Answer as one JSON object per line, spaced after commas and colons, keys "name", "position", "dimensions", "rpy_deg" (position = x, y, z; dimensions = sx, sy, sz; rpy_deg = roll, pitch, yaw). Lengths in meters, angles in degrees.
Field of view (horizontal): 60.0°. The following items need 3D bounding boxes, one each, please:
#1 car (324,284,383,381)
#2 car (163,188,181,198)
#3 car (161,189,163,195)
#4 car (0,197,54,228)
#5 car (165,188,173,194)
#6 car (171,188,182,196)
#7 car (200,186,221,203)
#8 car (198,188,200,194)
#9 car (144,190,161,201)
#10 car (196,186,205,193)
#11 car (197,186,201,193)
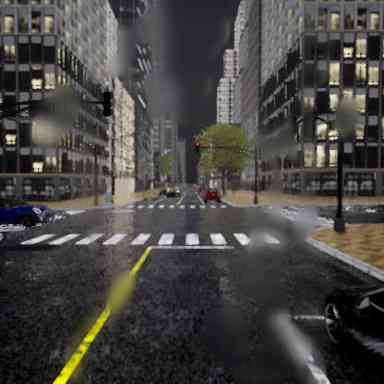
{"name": "car", "position": [2.813, 1.495, 3.148], "dimensions": [1.947, 1.339, 4.313], "rpy_deg": [-1, 1, 0]}
{"name": "car", "position": [-3.228, 0.368, 55.220], "dimensions": [1.994, 1.385, 4.181], "rpy_deg": [0, 1, 0]}
{"name": "car", "position": [-5.923, 0.042, 70.224], "dimensions": [1.947, 1.339, 4.313], "rpy_deg": [0, 1, 0]}
{"name": "car", "position": [-10.431, 1.072, 19.099], "dimensions": [4.553, 1.767, 2.097], "rpy_deg": [-2, 2, -1]}
{"name": "car", "position": [-5.977, -0.370, 86.964], "dimensions": [1.752, 1.417, 4.829], "rpy_deg": [0, 1, 0]}
{"name": "car", "position": [-3.233, -0.018, 71.478], "dimensions": [2.033, 1.411, 5.357], "rpy_deg": [0, 1, 0]}
{"name": "car", "position": [2.545, 0.405, 42.063], "dimensions": [2.192, 1.841, 5.009], "rpy_deg": [-1, 1, 0]}
{"name": "car", "position": [2.493, 0.304, 58.986], "dimensions": [1.802, 1.307, 4.206], "rpy_deg": [0, 1, 0]}
{"name": "car", "position": [-5.851, 0.498, 47.506], "dimensions": [1.752, 1.417, 4.829], "rpy_deg": [0, 1, 0]}
{"name": "car", "position": [2.383, -0.711, 92.814], "dimensions": [2.192, 1.841, 5.009], "rpy_deg": [0, 1, 0]}
{"name": "car", "position": [2.419, -0.460, 81.536], "dimensions": [2.192, 1.841, 5.009], "rpy_deg": [0, 1, 0]}
